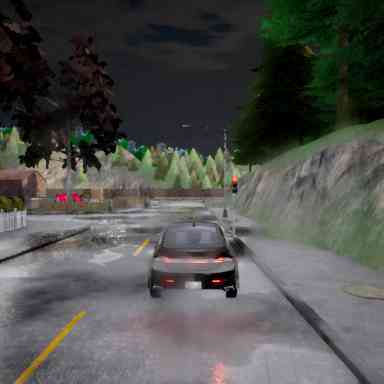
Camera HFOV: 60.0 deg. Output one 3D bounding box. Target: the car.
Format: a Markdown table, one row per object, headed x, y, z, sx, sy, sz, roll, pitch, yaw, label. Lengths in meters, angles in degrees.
| x | y | z | sx | sy | sz | roll | pitch | yaw | label |
| --- | --- | --- | --- | --- | --- | --- | --- | --- | --- |
| 0.048 | 1.492 | 8.504 | 2.128 | 1.511 | 4.902 | 0 | 0 | 1 | car |
